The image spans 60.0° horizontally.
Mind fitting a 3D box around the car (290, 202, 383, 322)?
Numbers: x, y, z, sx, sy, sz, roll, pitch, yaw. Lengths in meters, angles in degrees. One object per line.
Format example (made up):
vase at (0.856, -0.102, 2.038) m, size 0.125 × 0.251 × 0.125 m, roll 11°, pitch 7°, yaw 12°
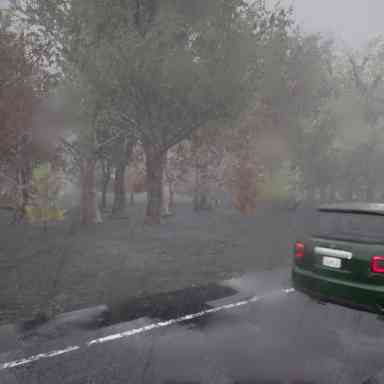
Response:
car at (4.430, 1.223, 6.916) m, size 5.566 × 2.045 × 2.150 m, roll 0°, pitch 0°, yaw -36°
